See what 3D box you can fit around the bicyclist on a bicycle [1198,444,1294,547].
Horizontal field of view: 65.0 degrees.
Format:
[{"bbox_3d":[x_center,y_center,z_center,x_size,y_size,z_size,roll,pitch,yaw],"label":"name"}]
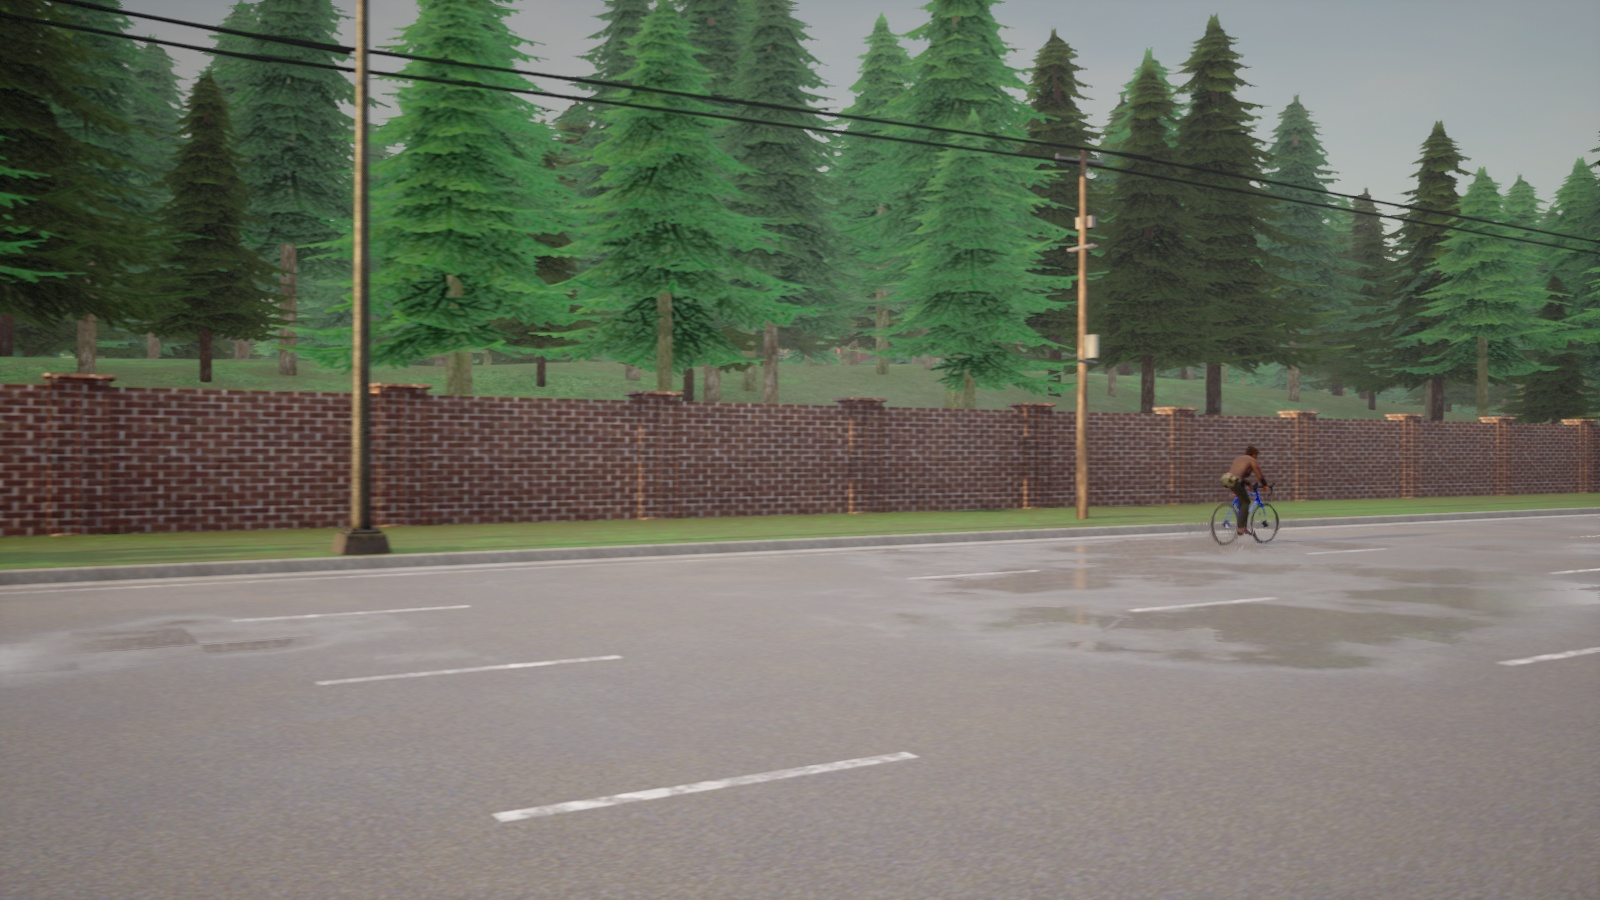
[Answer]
[{"bbox_3d":[7.324,0.728,20.600,1.656,1.620,0.582,0,0,-31],"label":"bicyclist on a bicycle"}]
